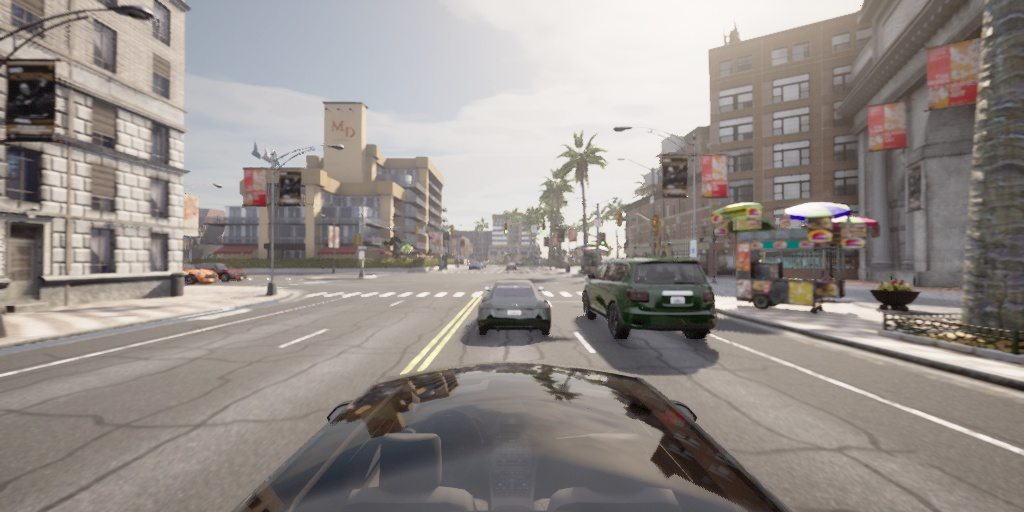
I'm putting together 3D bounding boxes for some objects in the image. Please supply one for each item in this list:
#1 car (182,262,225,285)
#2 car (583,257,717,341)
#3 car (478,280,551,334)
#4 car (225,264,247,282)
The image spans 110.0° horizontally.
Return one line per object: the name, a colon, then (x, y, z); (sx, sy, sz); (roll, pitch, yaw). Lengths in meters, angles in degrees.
car: (-27.180, 1.428, 29.775); (4.553, 1.767, 2.097); (0, -1, -1)
car: (3.561, 1.071, 10.372); (2.150, 2.045, 5.566); (0, -1, 0)
car: (0.062, 1.420, 11.031); (1.994, 1.385, 4.181); (0, -1, 0)
car: (-27.297, 1.469, 33.276); (4.553, 1.767, 2.097); (0, -1, -1)
